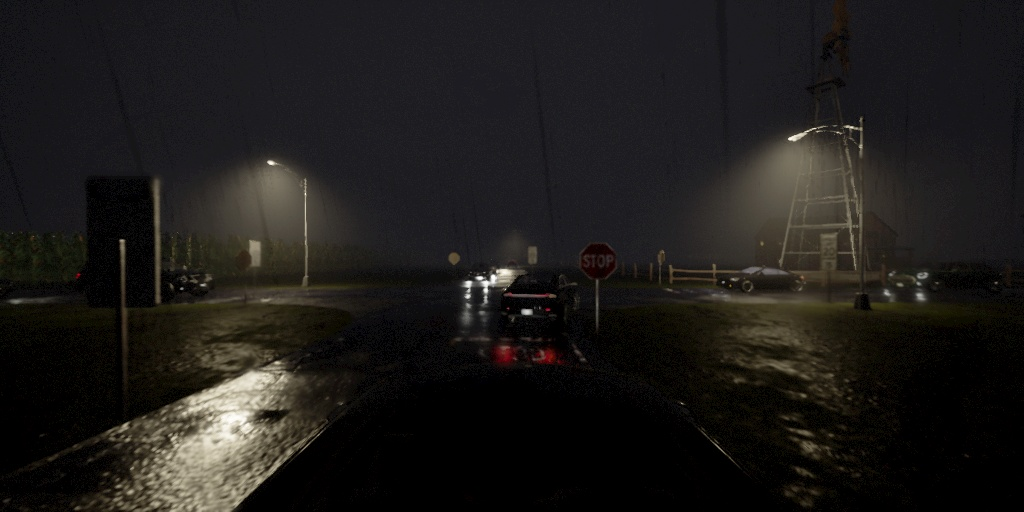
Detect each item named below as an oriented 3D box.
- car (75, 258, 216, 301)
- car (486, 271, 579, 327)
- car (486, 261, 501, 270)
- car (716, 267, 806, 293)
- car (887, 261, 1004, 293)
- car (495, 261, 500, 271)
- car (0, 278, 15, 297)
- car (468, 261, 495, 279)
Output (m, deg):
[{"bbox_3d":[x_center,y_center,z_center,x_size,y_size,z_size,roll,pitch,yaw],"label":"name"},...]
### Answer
[{"bbox_3d":[-18.108,1.103,17.849,5.566,2.045,2.150,0,1,0],"label":"car"},{"bbox_3d":[1.066,1.276,11.845,2.128,1.511,4.902,0,0,16],"label":"car"},{"bbox_3d":[-2.817,1.451,56.420,2.033,1.411,5.357,0,0,0],"label":"car"},{"bbox_3d":[13.972,1.301,20.266,4.181,1.385,1.994,0,1,3],"label":"car"},{"bbox_3d":[23.951,1.054,19.967,4.553,1.767,2.097,0,1,2],"label":"car"},{"bbox_3d":[-2.847,1.473,43.217,1.895,1.301,4.718,0,0,0],"label":"car"},{"bbox_3d":[-28.143,1.397,17.873,5.008,1.535,1.882,0,1,0],"label":"car"},{"bbox_3d":[-2.896,1.352,33.437,1.837,1.490,4.892,0,0,2],"label":"car"}]
